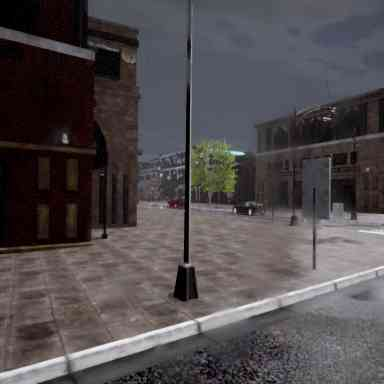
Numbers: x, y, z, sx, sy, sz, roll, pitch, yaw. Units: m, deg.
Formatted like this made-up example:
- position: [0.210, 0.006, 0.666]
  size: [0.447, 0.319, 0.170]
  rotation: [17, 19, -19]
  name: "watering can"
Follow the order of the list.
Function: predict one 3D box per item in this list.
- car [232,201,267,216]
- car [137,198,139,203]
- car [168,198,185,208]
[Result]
- position: [5.784, 1.628, 33.768]
  size: [2.008, 1.369, 4.403]
  rotation: [1, -1, -27]
  name: "car"
- position: [-12.196, 1.671, 69.007]
  size: [1.802, 1.307, 4.206]
  rotation: [1, -1, -27]
  name: "car"
- position: [-2.165, 1.628, 49.311]
  size: [1.887, 1.381, 4.507]
  rotation: [1, -1, -27]
  name: "car"
